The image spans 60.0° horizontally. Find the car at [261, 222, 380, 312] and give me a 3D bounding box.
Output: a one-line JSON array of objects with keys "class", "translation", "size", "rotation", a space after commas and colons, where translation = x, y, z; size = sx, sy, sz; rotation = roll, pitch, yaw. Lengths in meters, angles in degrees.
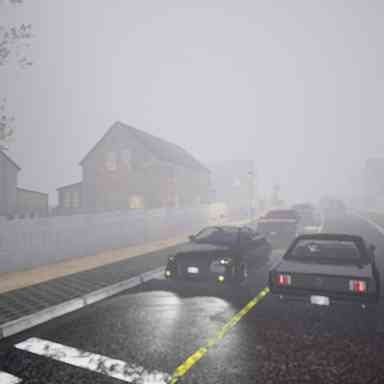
[{"class": "car", "translation": [3.272, 1.624, 7.832], "size": [1.895, 1.301, 4.718], "rotation": [-2, -1, 27]}]

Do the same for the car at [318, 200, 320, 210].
[{"class": "car", "translation": [12.437, 1.810, 35.941], "size": [2.033, 1.411, 5.357], "rotation": [-2, -1, 20]}]

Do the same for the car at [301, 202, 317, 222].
[{"class": "car", "translation": [8.790, 1.671, 26.683], "size": [1.882, 1.535, 5.008], "rotation": [-2, -1, 22]}]

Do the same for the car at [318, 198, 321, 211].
[{"class": "car", "translation": [18.766, 1.524, 46.059], "size": [2.150, 2.045, 5.566], "rotation": [-2, -1, 17]}]

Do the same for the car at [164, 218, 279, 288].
[{"class": "car", "translation": [0.937, 1.689, 9.717], "size": [1.994, 1.385, 4.181], "rotation": [-2, -1, 27]}]

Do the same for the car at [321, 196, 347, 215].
[{"class": "car", "translation": [15.749, 1.549, 36.774], "size": [2.097, 1.767, 4.553], "rotation": [-2, -1, 20]}]

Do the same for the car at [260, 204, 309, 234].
[{"class": "car", "translation": [4.757, 1.626, 17.514], "size": [1.882, 1.535, 5.008], "rotation": [-2, -1, 25]}]
